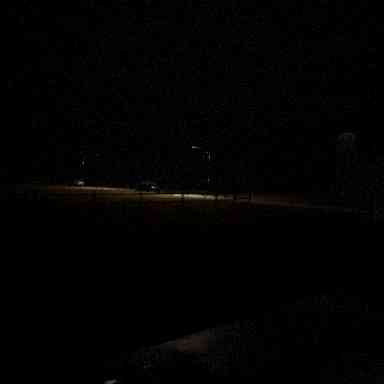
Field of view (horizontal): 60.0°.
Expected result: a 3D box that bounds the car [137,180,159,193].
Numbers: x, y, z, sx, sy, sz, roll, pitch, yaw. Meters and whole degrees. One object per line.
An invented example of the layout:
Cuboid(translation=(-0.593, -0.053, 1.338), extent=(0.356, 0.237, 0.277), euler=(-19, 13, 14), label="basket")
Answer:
Cuboid(translation=(-7.667, -0.988, 57.747), extent=(2.150, 2.045, 5.566), euler=(1, 2, -36), label="car")
